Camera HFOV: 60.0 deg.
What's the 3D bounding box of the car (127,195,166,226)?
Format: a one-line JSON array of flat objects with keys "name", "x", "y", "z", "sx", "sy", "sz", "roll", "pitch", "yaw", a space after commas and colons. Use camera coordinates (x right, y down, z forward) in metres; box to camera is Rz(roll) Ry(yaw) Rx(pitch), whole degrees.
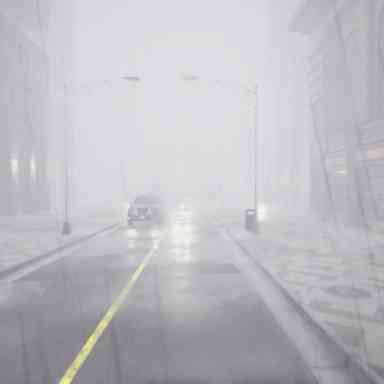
[{"name": "car", "x": -3.102, "y": 1.209, "z": 23.524, "sx": 2.150, "sy": 2.045, "sz": 5.566, "roll": 0, "pitch": 0, "yaw": 0}]
